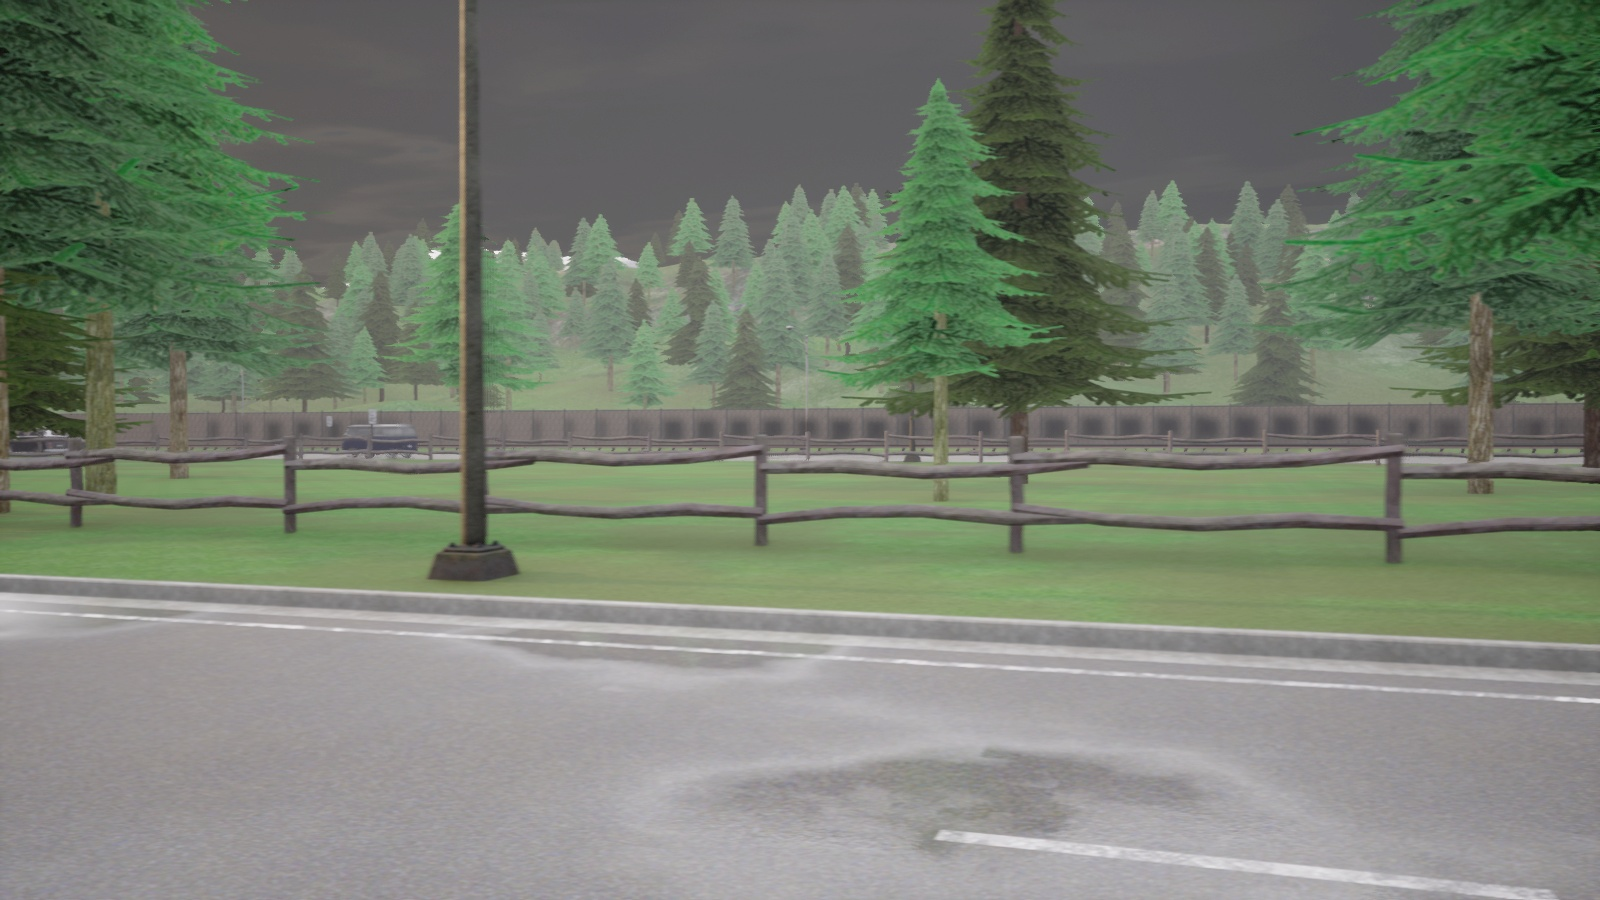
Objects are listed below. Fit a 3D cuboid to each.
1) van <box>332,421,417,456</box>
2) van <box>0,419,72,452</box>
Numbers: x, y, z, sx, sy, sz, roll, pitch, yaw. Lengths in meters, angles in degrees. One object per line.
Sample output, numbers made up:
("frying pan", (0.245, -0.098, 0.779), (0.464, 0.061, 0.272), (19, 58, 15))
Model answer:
("van", (-24.370, -0.665, 71.954), (4.442, 1.987, 1.775), (1, 1, 18))
("van", (-49.141, -0.919, 80.199), (4.480, 2.038, 2.069), (1, 1, 18))
